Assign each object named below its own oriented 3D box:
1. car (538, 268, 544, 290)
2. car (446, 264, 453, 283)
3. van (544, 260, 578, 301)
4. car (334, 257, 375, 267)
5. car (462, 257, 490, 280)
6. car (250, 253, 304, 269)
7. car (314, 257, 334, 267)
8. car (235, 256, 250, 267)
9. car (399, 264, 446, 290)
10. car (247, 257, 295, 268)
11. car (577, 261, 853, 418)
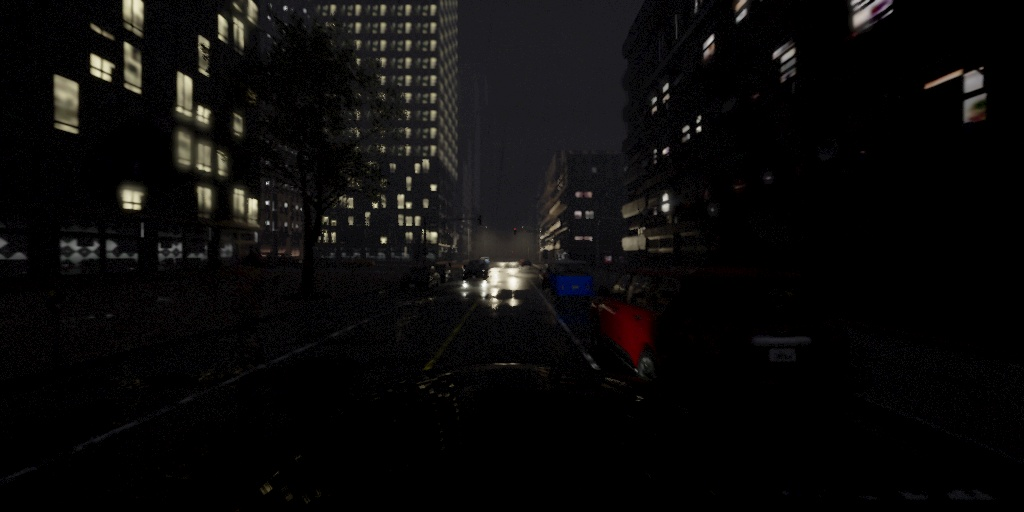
[{"bbox_3d":[2.692,1.187,22.601,1.967,1.591,4.097,0,0,0],"label":"car"},{"bbox_3d":[-5.688,1.312,27.847,1.948,1.339,4.313,0,0,0],"label":"car"},{"bbox_3d":[2.692,1.088,17.051,1.690,1.789,3.998,0,0,0],"label":"van"},{"bbox_3d":[-22.040,0.876,50.947,4.829,1.417,1.751,0,0,-1],"label":"car"},{"bbox_3d":[-3.031,1.098,30.969,2.097,1.767,4.553,0,0,1],"label":"car"},{"bbox_3d":[-27.382,0.586,42.418,5.009,1.841,2.192,0,0,-1],"label":"car"},{"bbox_3d":[-27.485,0.811,50.799,4.313,1.339,1.948,0,0,-1],"label":"car"},{"bbox_3d":[-33.001,0.732,42.355,4.313,1.339,1.948,0,0,-1],"label":"car"},{"bbox_3d":[-5.688,1.312,22.601,1.948,1.339,4.313,0,0,0],"label":"car"},{"bbox_3d":[-30.208,0.811,45.074,4.718,1.301,1.895,1,0,-1],"label":"car"},{"bbox_3d":[2.691,1.064,5.949,2.192,1.841,5.009,0,0,0],"label":"car"}]
